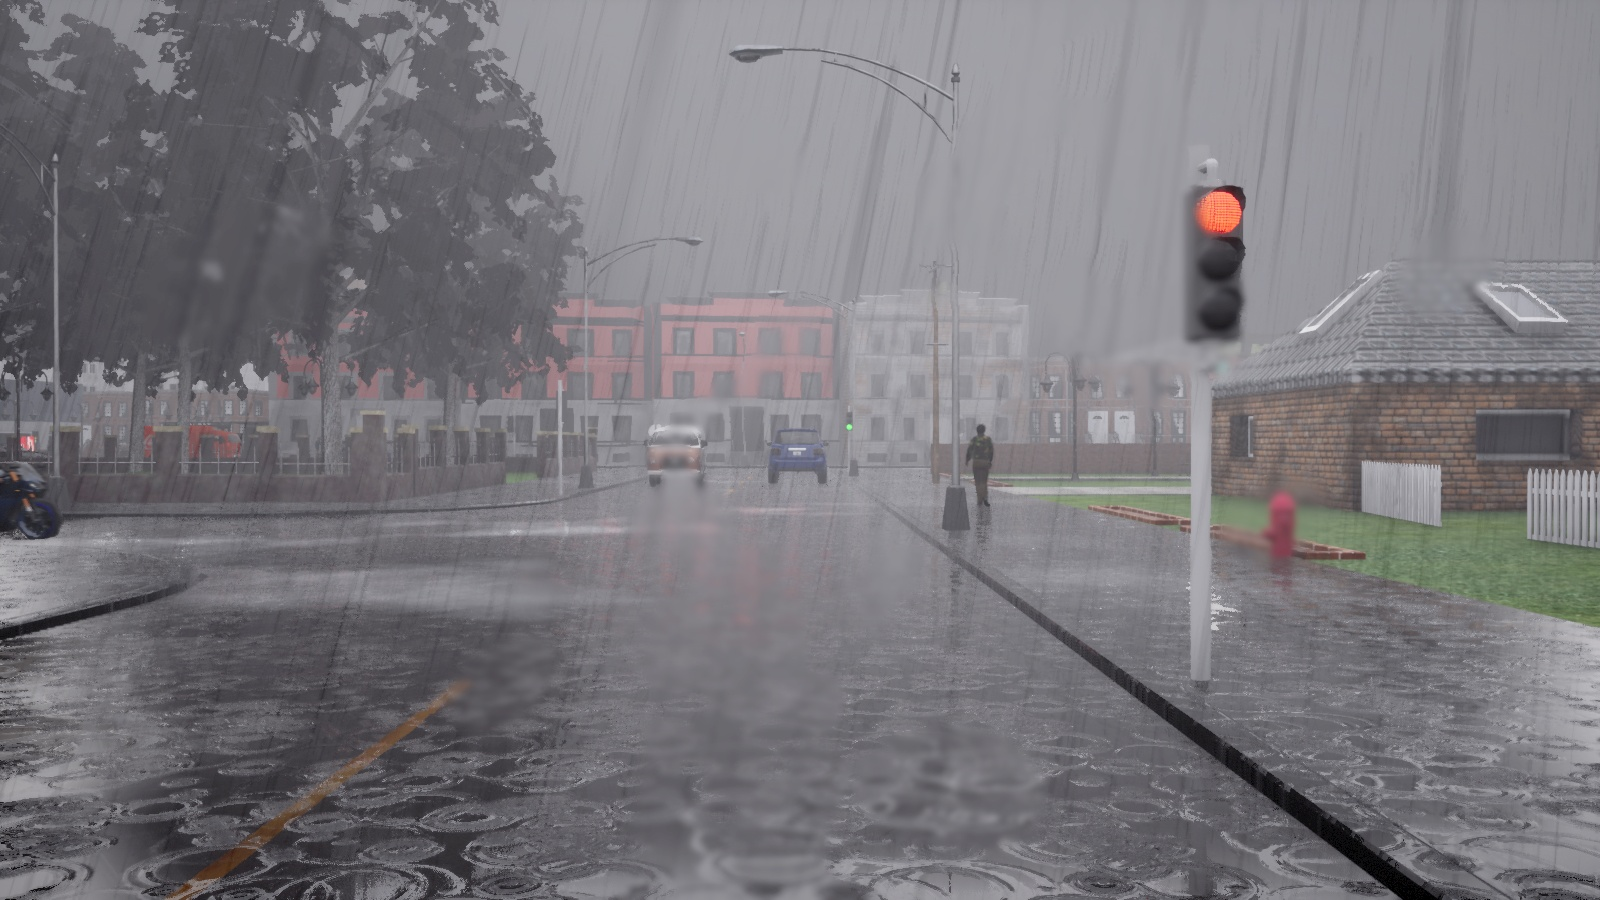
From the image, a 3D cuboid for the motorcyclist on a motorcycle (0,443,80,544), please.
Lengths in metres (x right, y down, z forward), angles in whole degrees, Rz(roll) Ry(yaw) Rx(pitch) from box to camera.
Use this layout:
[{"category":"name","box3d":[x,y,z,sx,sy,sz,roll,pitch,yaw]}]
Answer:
[{"category":"motorcyclist on a motorcycle","box3d":[-12.540,0.661,19.535,2.191,1.530,0.866,0,0,0]}]

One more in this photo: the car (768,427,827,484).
[{"category":"car","box3d":[-0.087,0.193,48.265,2.150,2.045,5.566,0,0,0]}]

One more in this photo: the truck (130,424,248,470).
[{"category":"truck","box3d":[-33.390,-0.156,68.773,5.204,2.467,2.627,0,0,0]}]

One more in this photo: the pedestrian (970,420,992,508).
[{"category":"pedestrian","box3d":[4.005,0.302,27.808,0.395,1.930,0.692,0,0,-1]}]

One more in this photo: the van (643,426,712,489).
[{"category":"van","box3d":[-4.137,0.224,42.958,2.069,2.038,4.480,0,0,-2]}]

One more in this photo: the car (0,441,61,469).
[{"category":"car","box3d":[-43.552,0.280,68.744,4.902,1.511,2.128,0,0,0]}]
